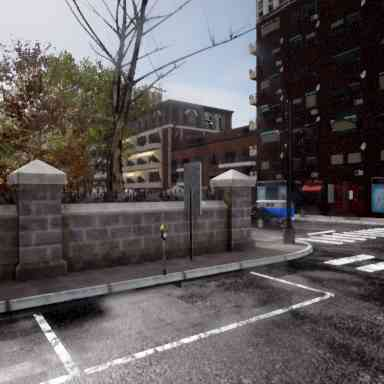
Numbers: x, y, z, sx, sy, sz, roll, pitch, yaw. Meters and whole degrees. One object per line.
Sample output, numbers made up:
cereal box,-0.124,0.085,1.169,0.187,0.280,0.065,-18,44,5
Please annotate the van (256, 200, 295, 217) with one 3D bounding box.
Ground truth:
van,7.317,1.643,30.201,1.690,1.788,3.998,-1,0,-36

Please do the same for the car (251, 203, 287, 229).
car,4.497,1.774,24.237,1.837,1.490,4.892,0,-1,-36
